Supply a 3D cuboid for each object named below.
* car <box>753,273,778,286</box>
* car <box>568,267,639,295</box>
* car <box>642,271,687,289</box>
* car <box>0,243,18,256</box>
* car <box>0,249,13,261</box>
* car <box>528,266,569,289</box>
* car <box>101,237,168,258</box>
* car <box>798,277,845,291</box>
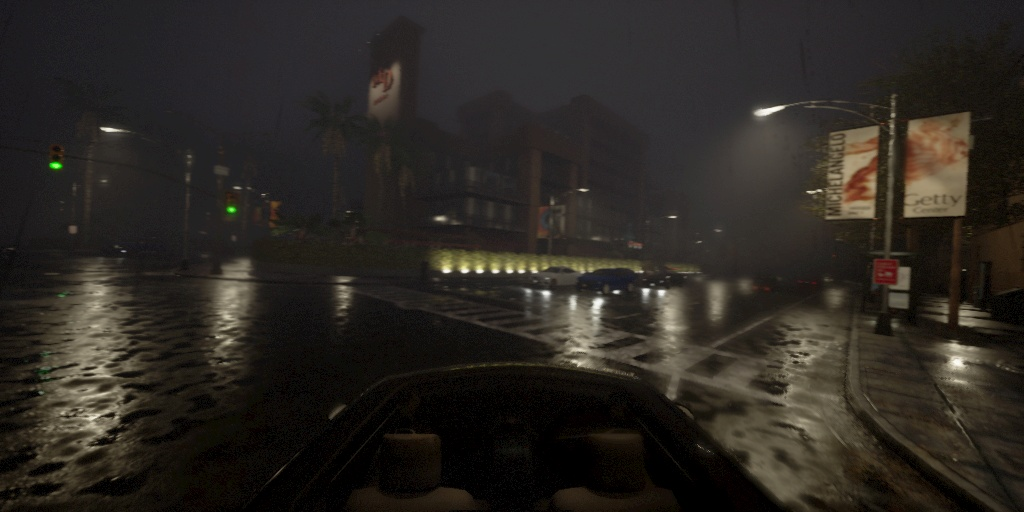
[{"bbox_3d":[29.825,2.712,42.164,2.128,1.511,4.902,3,0,44],"label":"car"},{"bbox_3d":[5.961,1.518,22.648,1.882,1.535,5.008,3,0,44],"label":"car"},{"bbox_3d":[12.776,1.924,29.716,2.033,1.411,5.357,3,0,44],"label":"car"},{"bbox_3d":[-33.811,-0.388,22.182,2.033,1.411,5.357,3,0,-26],"label":"car"},{"bbox_3d":[-10.624,0.712,5.807,4.902,1.511,2.128,3,0,44],"label":"car"},{"bbox_3d":[3.125,1.424,24.721,1.812,1.442,4.674,3,0,44],"label":"car"},{"bbox_3d":[-38.151,-0.933,36.477,2.150,2.045,5.566,3,0,-7],"label":"car"},{"bbox_3d":[33.600,2.956,38.926,5.357,1.411,2.033,3,0,-22],"label":"car"}]
